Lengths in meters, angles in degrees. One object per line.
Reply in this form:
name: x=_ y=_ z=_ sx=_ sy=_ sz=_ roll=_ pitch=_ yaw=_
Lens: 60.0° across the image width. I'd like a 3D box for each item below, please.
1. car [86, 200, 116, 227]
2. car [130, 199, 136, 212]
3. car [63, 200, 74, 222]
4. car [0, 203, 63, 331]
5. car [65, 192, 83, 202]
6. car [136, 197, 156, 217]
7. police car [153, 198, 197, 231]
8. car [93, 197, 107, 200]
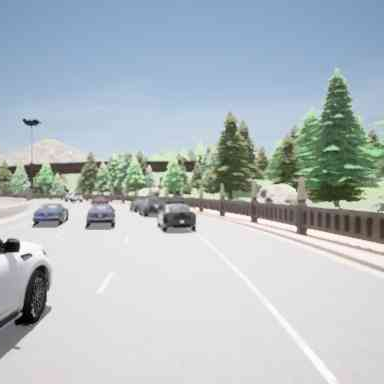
car: x=-6.214 y=1.524 z=22.843 sx=2.033 sy=1.411 sz=5.357 roll=0 pitch=0 yaw=-13
car: x=-5.762 y=1.476 z=37.206 sx=1.812 sy=1.442 sz=4.674 roll=0 pitch=0 yaw=-20
car: x=-10.094 y=1.532 z=24.034 sx=2.033 sy=1.411 sz=5.357 roll=0 pitch=0 yaw=-14
car: x=-3.624 y=1.224 z=3.913 sx=2.150 sy=2.045 sz=5.566 roll=0 pitch=0 yaw=-2
car: x=-24.015 y=1.056 z=67.624 sx=2.150 sy=2.045 sz=5.566 roll=0 pitch=0 yaw=-39
car: x=-3.662 y=1.306 z=30.938 sx=2.097 sy=1.767 sz=4.553 roll=0 pitch=0 yaw=-17
police car: x=-1.039 y=1.392 z=20.434 sx=1.930 sy=1.638 sz=5.238 roll=0 pitch=0 yaw=-11
car: x=-15.281 y=1.507 z=55.240 sx=1.994 sy=1.385 sz=4.181 roll=0 pitch=0 yaw=-33
